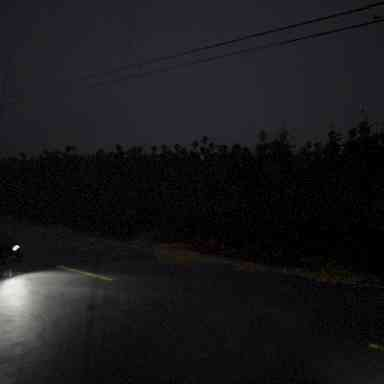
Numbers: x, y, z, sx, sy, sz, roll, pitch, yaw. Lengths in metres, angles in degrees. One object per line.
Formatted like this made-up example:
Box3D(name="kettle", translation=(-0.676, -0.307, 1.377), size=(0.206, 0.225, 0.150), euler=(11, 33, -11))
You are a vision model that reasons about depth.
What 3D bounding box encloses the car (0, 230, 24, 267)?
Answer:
Box3D(name="car", translation=(-6.751, 1.191, 8.987), size=(5.357, 1.411, 2.033), euler=(2, 2, 35))
